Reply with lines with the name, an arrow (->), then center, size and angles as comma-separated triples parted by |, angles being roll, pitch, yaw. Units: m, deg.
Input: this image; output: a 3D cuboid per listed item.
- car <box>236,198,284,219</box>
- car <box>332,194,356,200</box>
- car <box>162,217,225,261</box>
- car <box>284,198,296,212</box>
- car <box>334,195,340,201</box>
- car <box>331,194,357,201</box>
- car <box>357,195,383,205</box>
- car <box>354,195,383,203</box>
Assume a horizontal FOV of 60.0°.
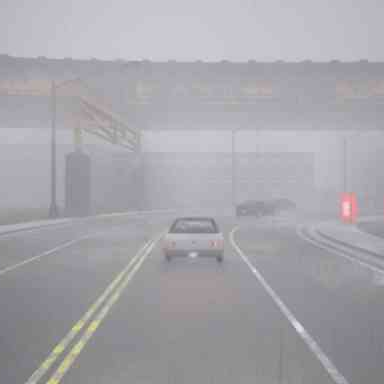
car -> 5.623, 1.377, 28.232 | 1.882, 1.535, 5.008 | -1, 0, 39
car -> 33.893, 1.030, 74.267 | 1.853, 1.218, 4.536 | 0, 0, -34
car -> 0.118, 1.558, 12.052 | 1.895, 1.301, 4.718 | 0, 0, 2
car -> 8.886, 1.380, 35.372 | 4.892, 1.490, 1.837 | 0, -1, -31
car -> 29.855, 1.190, 73.572 | 4.974, 1.542, 2.038 | 0, 0, -39
car -> 33.864, 1.188, 74.310 | 2.038, 1.542, 4.974 | 0, 0, -34
car -> 29.380, 1.257, 54.713 | 2.038, 1.542, 4.974 | 0, 0, -29
car -> 29.355, 1.100, 54.758 | 1.853, 1.218, 4.536 | 0, 0, -29
